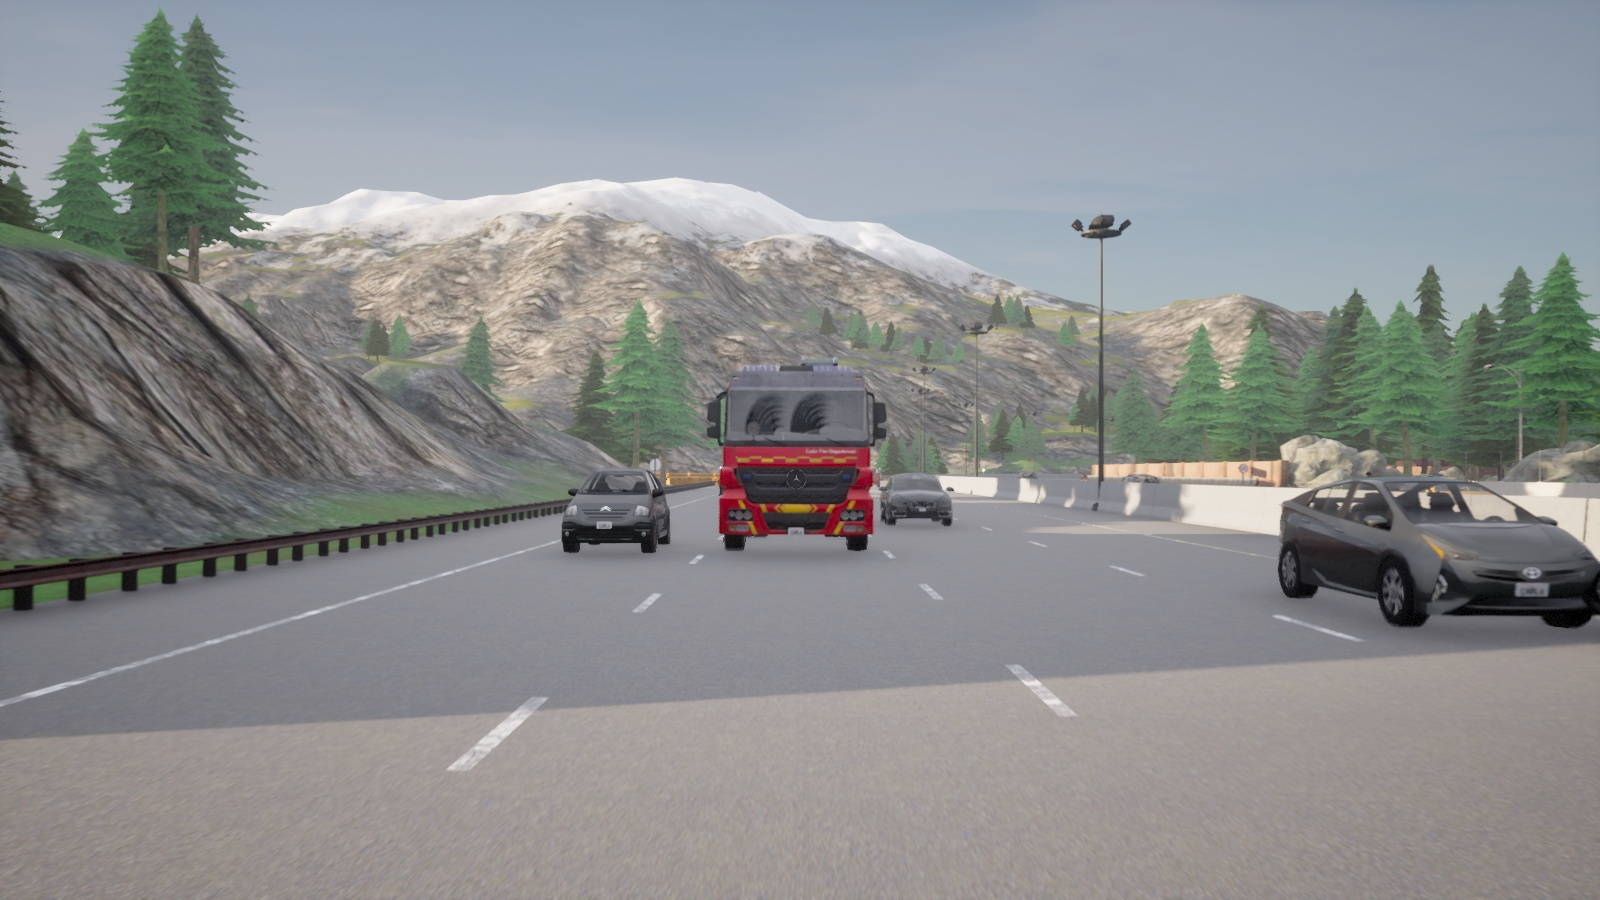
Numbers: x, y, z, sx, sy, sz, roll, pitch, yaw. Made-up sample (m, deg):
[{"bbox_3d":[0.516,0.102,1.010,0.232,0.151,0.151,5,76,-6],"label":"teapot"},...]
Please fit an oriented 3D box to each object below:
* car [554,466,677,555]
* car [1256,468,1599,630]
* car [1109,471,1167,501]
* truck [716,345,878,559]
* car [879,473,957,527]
[{"bbox_3d":[-3.561,1.144,24.903,1.851,1.617,3.988,0,-1,0],"label":"car"},{"bbox_3d":[6.965,0.970,14.117,2.007,1.525,4.514,0,-1,0],"label":"car"},{"bbox_3d":[17.344,1.841,64.653,1.816,1.474,4.193,0,-1,0],"label":"car"},{"bbox_3d":[-0.069,0.098,26.738,2.891,3.827,8.468,0,-1,0],"label":"truck"},{"bbox_3d":[3.410,1.427,37.104,1.837,1.490,4.892,0,-1,0],"label":"car"}]
